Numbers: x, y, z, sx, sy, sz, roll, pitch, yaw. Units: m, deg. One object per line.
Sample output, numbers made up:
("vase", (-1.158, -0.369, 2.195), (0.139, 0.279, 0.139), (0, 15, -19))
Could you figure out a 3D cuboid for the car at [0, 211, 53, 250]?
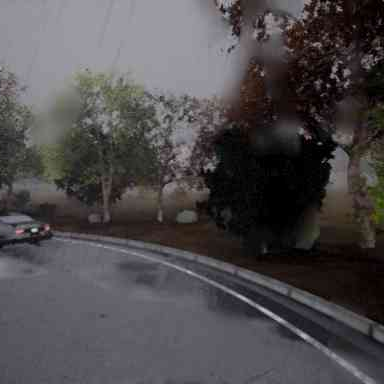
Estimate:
("car", (-8.293, 1.533, 14.029), (5.357, 1.411, 2.033), (0, 0, 28))
